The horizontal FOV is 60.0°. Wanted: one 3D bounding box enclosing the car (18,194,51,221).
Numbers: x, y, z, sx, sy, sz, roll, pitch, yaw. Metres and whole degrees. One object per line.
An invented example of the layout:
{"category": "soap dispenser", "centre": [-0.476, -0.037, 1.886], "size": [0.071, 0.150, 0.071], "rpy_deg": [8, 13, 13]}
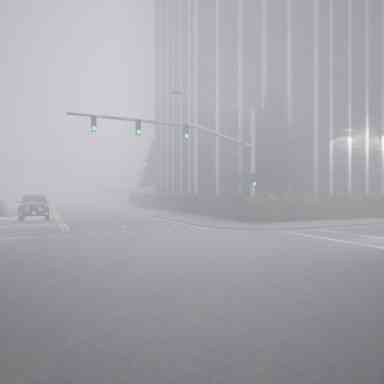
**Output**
{"category": "car", "centre": [-13.105, 1.221, 27.728], "size": [2.150, 2.045, 5.566], "rpy_deg": [0, 0, -24]}

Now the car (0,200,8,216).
{"category": "car", "centre": [-18.686, 1.505, 31.546], "size": [1.837, 1.490, 4.892], "rpy_deg": [0, 0, -24]}
